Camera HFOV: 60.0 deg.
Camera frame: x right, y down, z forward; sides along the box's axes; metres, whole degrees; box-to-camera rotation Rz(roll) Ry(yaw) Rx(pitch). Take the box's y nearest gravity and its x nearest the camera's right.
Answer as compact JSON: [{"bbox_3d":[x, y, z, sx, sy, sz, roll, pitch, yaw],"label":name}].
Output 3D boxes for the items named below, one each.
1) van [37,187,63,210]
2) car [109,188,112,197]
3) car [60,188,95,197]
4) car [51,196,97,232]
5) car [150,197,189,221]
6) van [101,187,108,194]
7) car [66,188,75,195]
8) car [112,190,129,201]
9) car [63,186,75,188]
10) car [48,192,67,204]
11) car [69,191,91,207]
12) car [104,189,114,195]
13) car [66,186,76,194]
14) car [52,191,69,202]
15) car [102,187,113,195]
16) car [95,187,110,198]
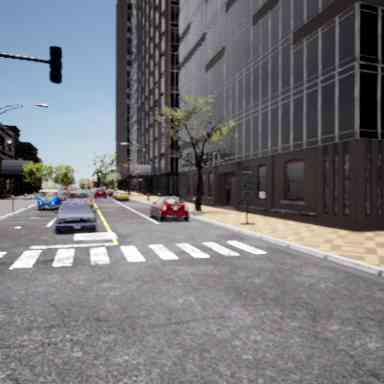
[{"bbox_3d":[-13.000,0.668,30.291,1.690,1.788,3.998,1,1,-18],"label":"van"},{"bbox_3d":[-11.927,0.419,54.084,1.752,1.417,4.829,1,1,-18],"label":"car"},{"bbox_3d":[-9.247,0.769,27.096,2.097,1.767,4.553,0,1,-18],"label":"car"},{"bbox_3d":[-6.216,1.165,17.679,2.033,1.411,5.357,0,1,-21],"label":"car"},{"bbox_3d":[-1.607,1.009,22.345,1.967,1.590,4.097,1,1,-18],"label":"car"},{"bbox_3d":[-23.847,-0.545,90.757,1.690,1.788,3.998,1,1,-18],"label":"van"},{"bbox_3d":[-28.350,-0.152,77.491,1.752,1.417,4.829,1,1,-18],"label":"car"},{"bbox_3d":[-10.216,0.531,48.822,1.752,1.417,4.829,1,1,-18],"label":"car"},{"bbox_3d":[-21.554,0.082,56.601,2.192,1.841,5.009,1,1,-18],"label":"car"},{"bbox_3d":[-16.428,0.685,40.818,1.802,1.307,4.206,1,1,-18],"label":"car"},{"bbox_3d":[-12.429,0.699,36.974,2.128,1.511,4.902,0,1,-18],"label":"car"},{"bbox_3d":[-18.771,-0.029,75.134,1.752,1.417,4.829,1,1,-18],"label":"car"},{"bbox_3d":[-30.108,-0.477,82.912,2.192,1.841,5.009,1,1,-18],"label":"car"},{"bbox_3d":[-18.138,0.557,46.080,1.947,1.339,4.313,1,1,-18],"label":"car"},{"bbox_3d":[-20.425,-0.348,80.232,2.192,1.841,5.009,1,1,-18],"label":"car"},{"bbox_3d":[-15.773,0.156,57.175,2.097,1.767,4.553,0,1,-18],"label":"car"}]
